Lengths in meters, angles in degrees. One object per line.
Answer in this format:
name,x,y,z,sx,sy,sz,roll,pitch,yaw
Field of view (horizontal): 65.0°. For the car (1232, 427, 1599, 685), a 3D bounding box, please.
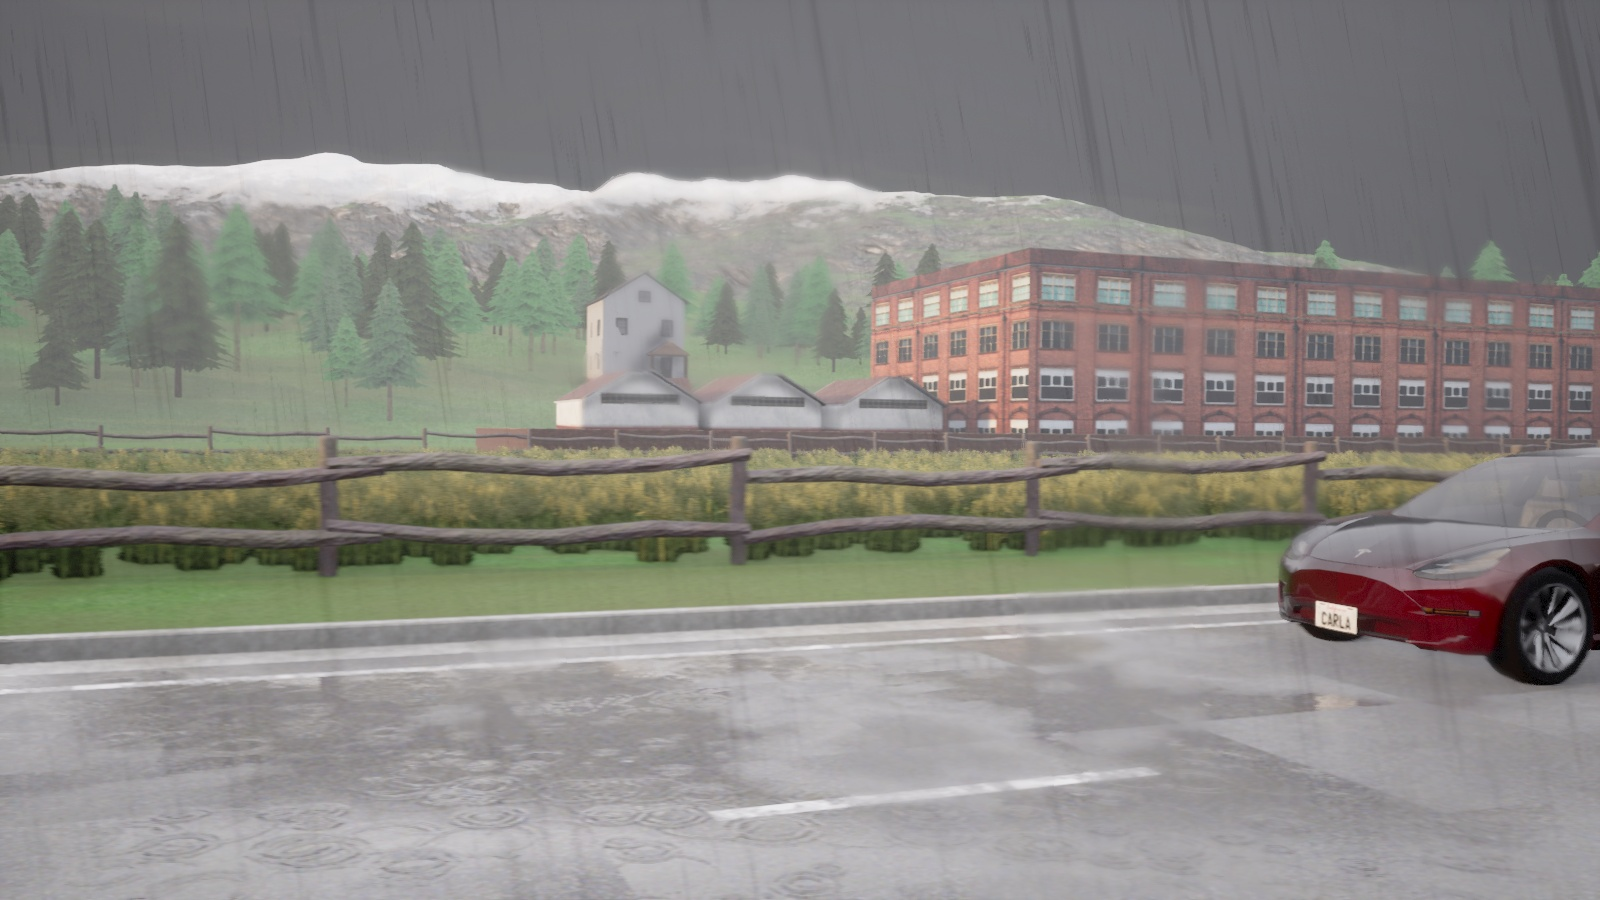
car,5.857,0.585,9.213,4.792,1.488,2.163,-1,1,-20
